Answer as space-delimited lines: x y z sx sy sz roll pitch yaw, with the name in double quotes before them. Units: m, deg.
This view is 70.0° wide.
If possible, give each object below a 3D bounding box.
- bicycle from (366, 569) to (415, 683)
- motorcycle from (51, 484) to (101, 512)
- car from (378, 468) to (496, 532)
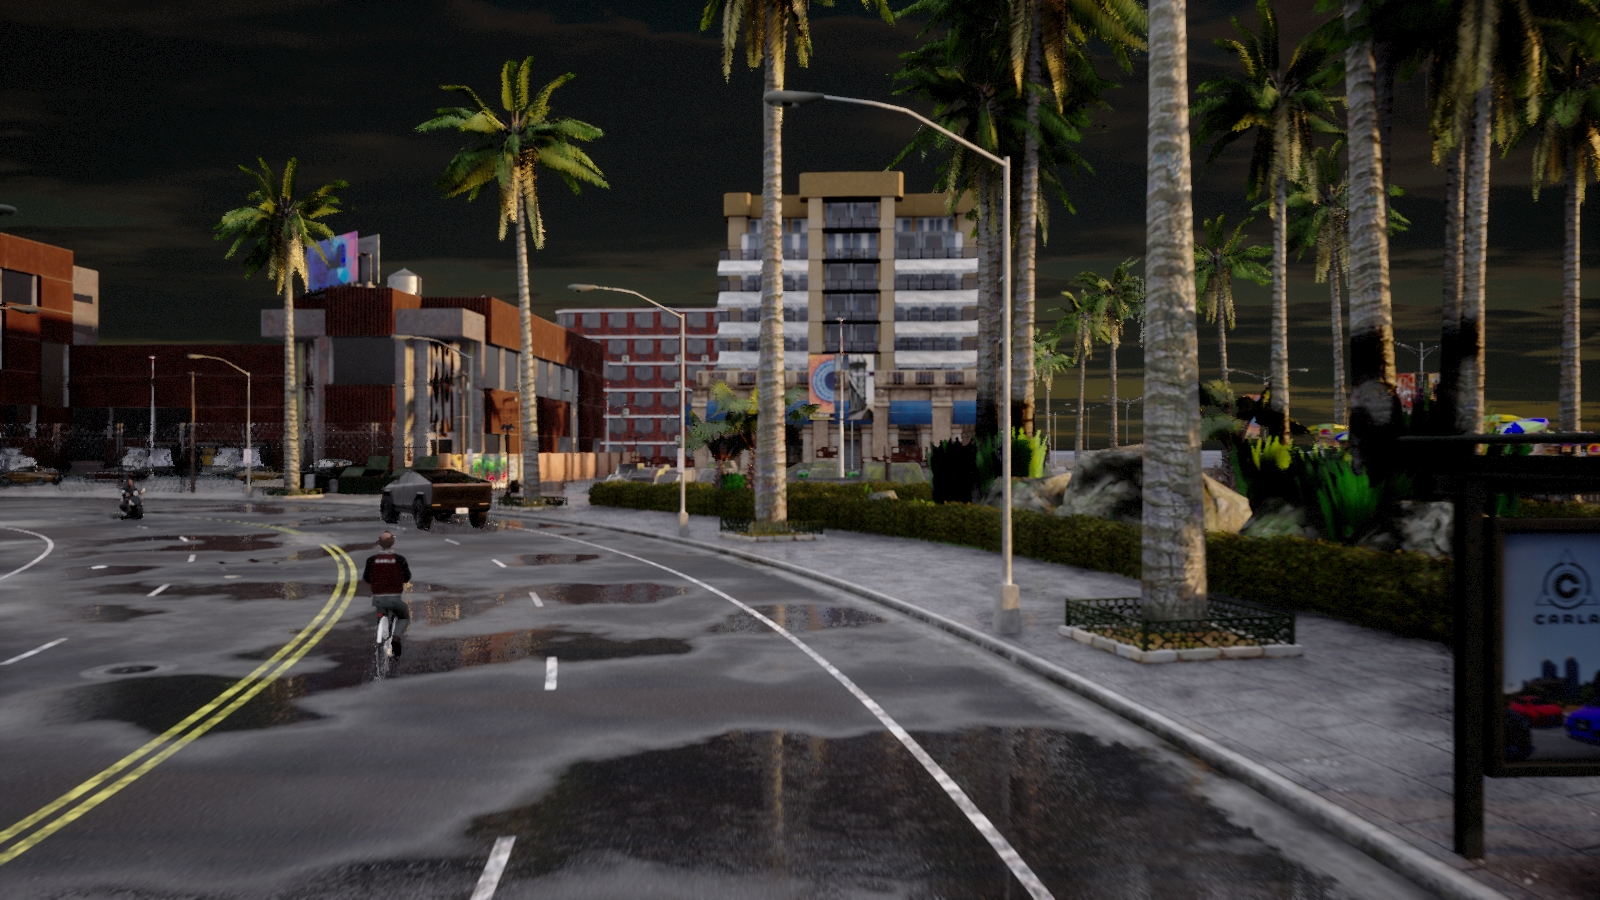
"bicycle" -5.238 2.211 14.673 0.329 1.171 1.835 0 0 -12
"motorcycle" -33.210 2.187 52.423 1.805 1.236 0.856 0 0 2
"car" -13.500 1.755 42.166 2.390 2.098 6.274 0 0 -35
